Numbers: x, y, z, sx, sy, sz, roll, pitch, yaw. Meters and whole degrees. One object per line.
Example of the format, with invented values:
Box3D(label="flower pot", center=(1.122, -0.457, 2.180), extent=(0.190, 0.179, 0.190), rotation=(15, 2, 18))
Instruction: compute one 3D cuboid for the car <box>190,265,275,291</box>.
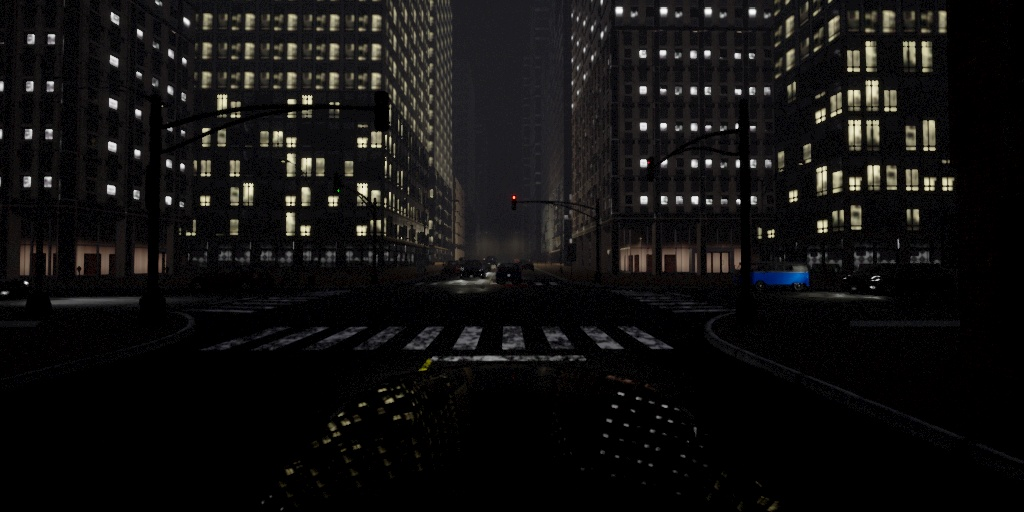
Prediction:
Box3D(label="car", center=(-16.757, 1.254, 21.484), extent=(4.097, 1.591, 1.967), rotation=(0, 0, -1))

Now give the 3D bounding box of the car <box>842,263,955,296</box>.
Box3D(label="car", center=(20.655, 1.178, 19.328), extent=(4.553, 1.767, 2.097), rotation=(0, -1, -1))

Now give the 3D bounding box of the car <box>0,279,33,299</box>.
Box3D(label="car", center=(-24.290, 1.290, 15.623), extent=(4.718, 1.301, 1.895), rotation=(0, -1, -1))

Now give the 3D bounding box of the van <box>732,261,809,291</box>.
Box3D(label="van", center=(15.714, 1.209, 21.847), extent=(3.998, 1.789, 1.690), rotation=(0, 0, -1))

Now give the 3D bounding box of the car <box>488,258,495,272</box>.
Box3D(label="car", center=(-3.702, 1.255, 47.024), extent=(2.128, 1.511, 4.902), rotation=(0, 0, -1))

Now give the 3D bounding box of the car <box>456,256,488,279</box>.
Box3D(label="car", center=(-3.457, 1.112, 31.921), extent=(2.097, 1.767, 4.553), rotation=(0, 0, -2))

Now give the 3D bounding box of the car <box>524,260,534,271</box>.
Box3D(label="car", center=(2.066, 1.346, 48.388), extent=(1.802, 1.307, 4.207), rotation=(0, 0, -1))

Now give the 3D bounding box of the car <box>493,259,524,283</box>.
Box3D(label="car", center=(-0.259, 1.236, 28.456), extent=(1.882, 1.535, 5.008), rotation=(0, 0, -1))

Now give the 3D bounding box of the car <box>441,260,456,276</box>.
Box3D(label="car", center=(-6.163, 1.201, 37.065), extent=(1.967, 1.591, 4.097), rotation=(0, 0, -1))
